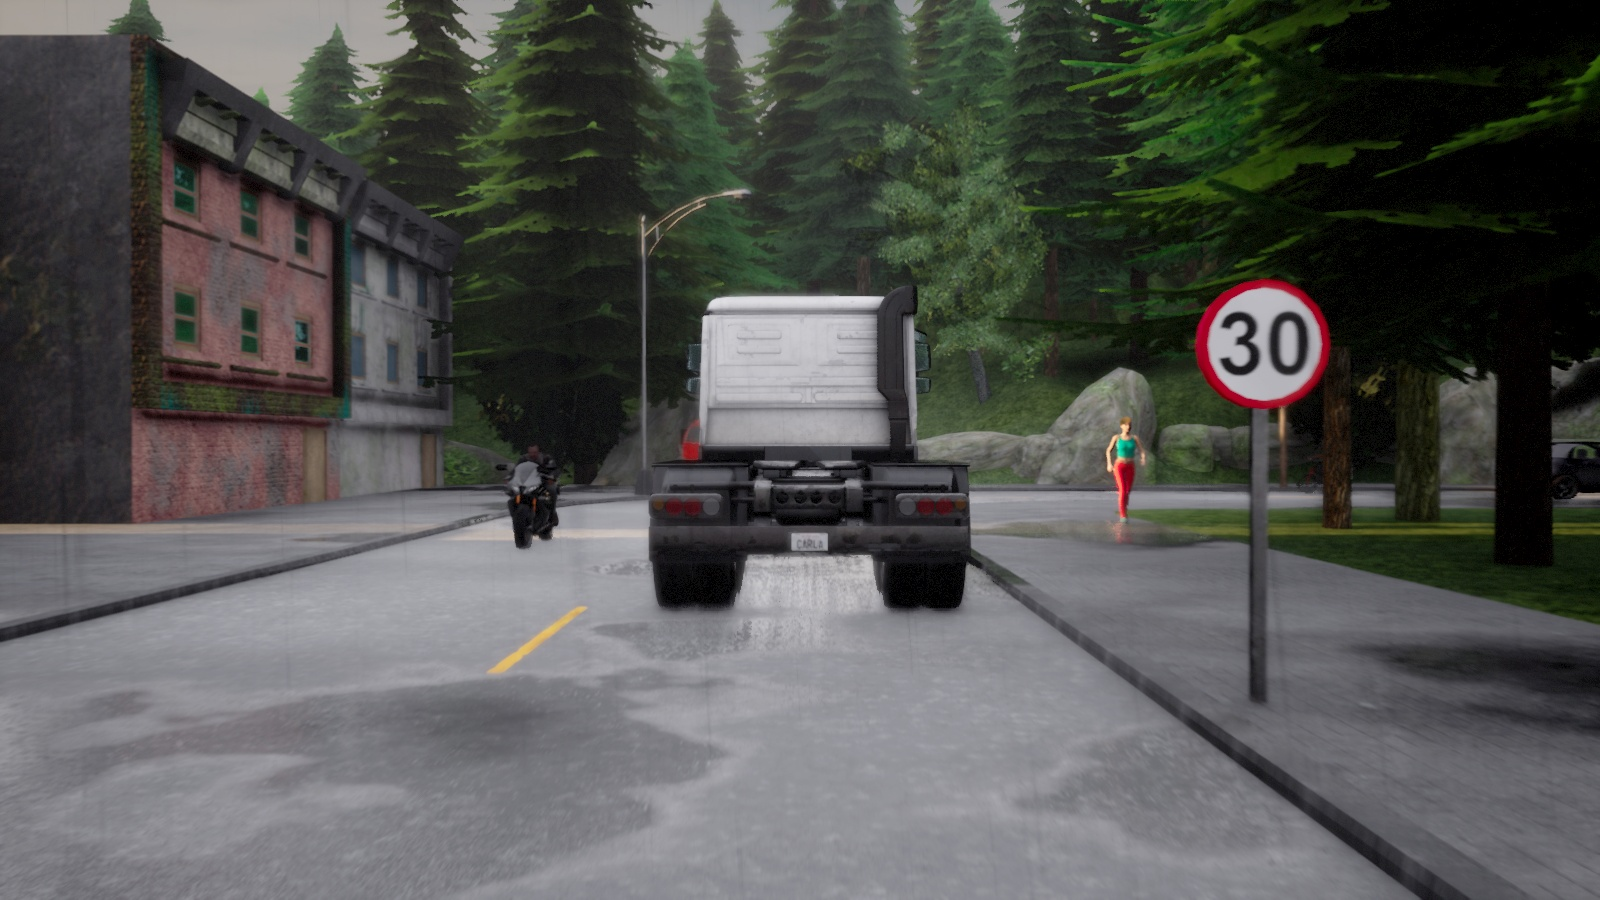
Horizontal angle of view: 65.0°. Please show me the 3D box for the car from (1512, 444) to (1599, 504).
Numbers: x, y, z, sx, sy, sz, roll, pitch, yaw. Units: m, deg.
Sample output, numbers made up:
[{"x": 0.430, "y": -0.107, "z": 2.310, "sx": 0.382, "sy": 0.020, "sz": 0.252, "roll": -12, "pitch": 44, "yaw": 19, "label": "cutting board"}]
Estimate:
[{"x": 20.659, "y": 0.595, "z": 32.296, "sx": 3.633, "sy": 1.501, "sz": 1.845, "roll": 0, "pitch": 0, "yaw": 0, "label": "car"}]

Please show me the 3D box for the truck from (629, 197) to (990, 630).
[{"x": 0.096, "y": -0.314, "z": 14.022, "sx": 2.891, "sy": 3.462, "sz": 7.936, "roll": 0, "pitch": 0, "yaw": 0, "label": "truck"}]

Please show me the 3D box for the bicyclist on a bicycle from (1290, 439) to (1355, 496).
[{"x": 15.086, "y": 0.491, "z": 36.288, "sx": 1.509, "sy": 1.612, "sz": 0.866, "roll": 0, "pitch": 0, "yaw": 0, "label": "bicyclist on a bicycle"}]

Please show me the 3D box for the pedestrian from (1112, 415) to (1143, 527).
[{"x": 5.440, "y": 0.343, "z": 20.884, "sx": 0.345, "sy": 1.836, "sz": 0.594, "roll": 0, "pitch": 0, "yaw": -1, "label": "pedestrian"}]

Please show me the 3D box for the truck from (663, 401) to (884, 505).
[{"x": -0.624, "y": 0.078, "z": 32.484, "sx": 5.204, "sy": 2.467, "sz": 2.627, "roll": 0, "pitch": 0, "yaw": -40, "label": "truck"}]

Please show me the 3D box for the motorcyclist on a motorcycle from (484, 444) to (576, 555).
[{"x": -3.907, "y": 0.675, "z": 18.354, "sx": 0.866, "sy": 1.530, "sz": 2.191, "roll": 0, "pitch": 0, "yaw": 0, "label": "motorcyclist on a motorcycle"}]
